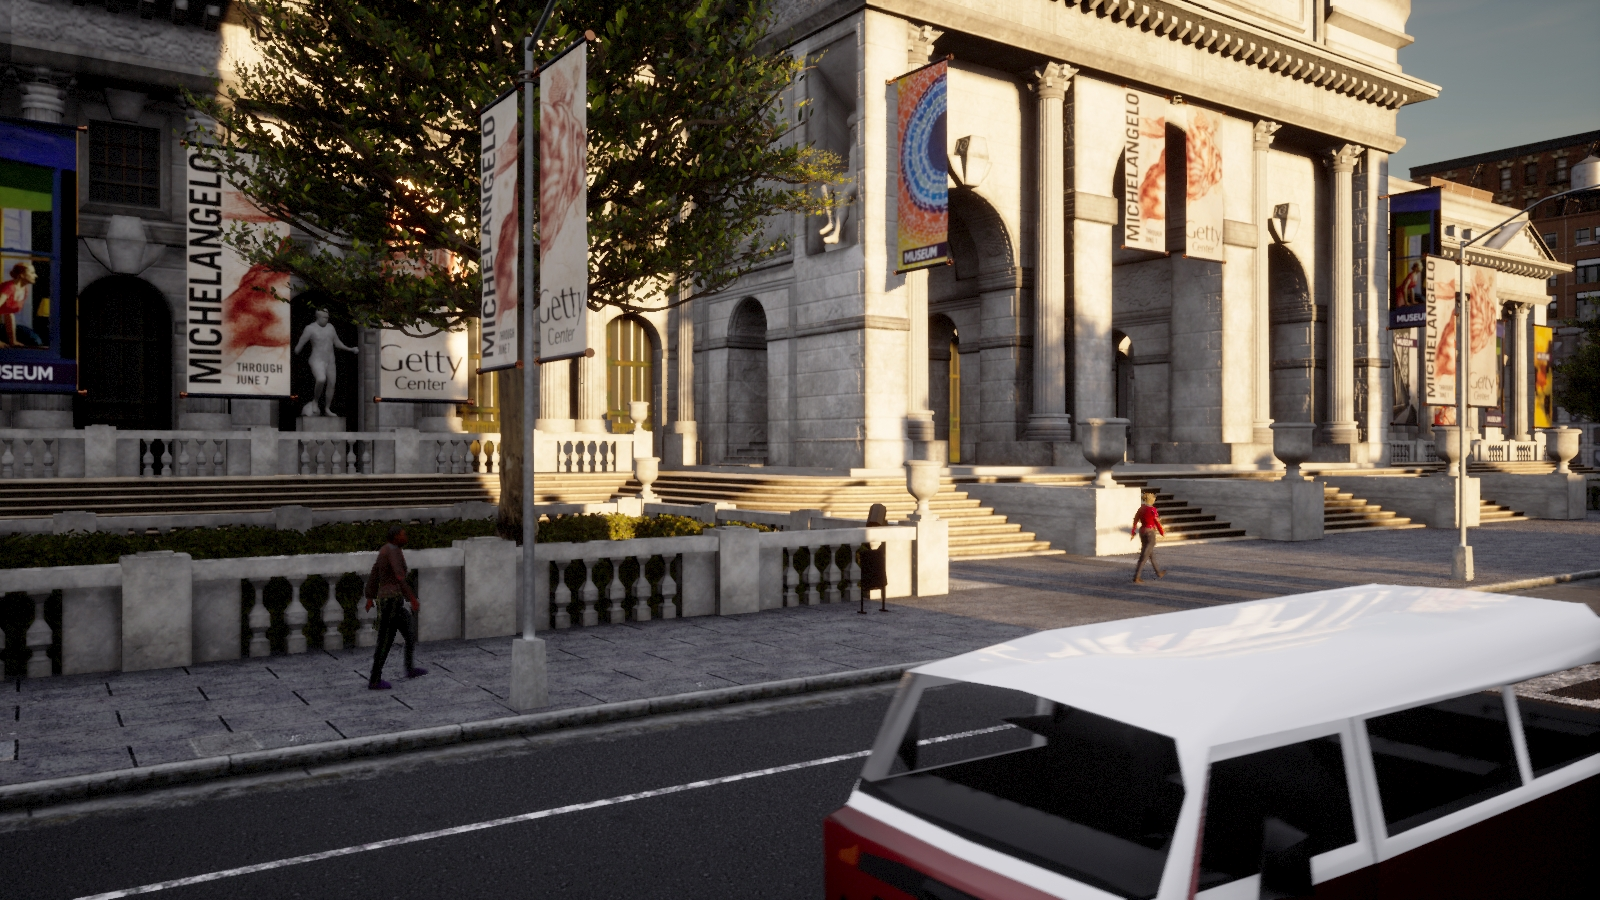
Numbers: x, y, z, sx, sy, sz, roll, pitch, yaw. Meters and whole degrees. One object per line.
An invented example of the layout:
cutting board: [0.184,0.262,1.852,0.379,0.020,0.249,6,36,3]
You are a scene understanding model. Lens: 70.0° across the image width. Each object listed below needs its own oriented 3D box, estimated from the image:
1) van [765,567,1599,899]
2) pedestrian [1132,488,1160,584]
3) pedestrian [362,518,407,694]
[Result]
van: [2.281,1.782,5.344,4.480,2.038,2.069,0,0,-34]
pedestrian: [6.873,1.696,22.706,0.375,1.860,0.375,0,0,-31]
pedestrian: [-4.563,1.696,12.547,0.375,1.860,0.375,0,0,-34]
